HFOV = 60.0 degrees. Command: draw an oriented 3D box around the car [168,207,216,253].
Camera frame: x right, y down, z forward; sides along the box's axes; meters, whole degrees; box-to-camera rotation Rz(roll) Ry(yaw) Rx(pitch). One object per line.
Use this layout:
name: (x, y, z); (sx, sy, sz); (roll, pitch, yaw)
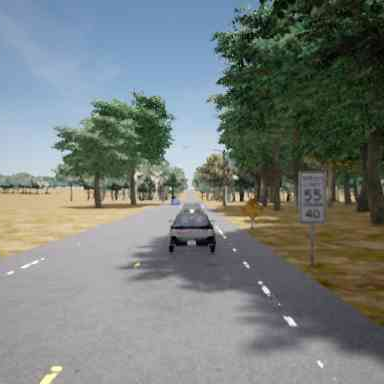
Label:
car: (0.000, 1.626, 14.294); (2.128, 1.511, 4.902); (0, 0, 0)

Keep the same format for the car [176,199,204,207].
car: (-0.004, 1.621, 29.067); (2.097, 1.767, 4.553); (0, -1, 0)

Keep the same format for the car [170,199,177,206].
car: (-3.514, 2.155, 70.957); (1.882, 1.535, 5.008); (0, -1, 0)

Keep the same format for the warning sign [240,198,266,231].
warning sign: (3.554, 1.298, 19.579); (1.300, 1.860, 1.060); (0, 0, 0)
